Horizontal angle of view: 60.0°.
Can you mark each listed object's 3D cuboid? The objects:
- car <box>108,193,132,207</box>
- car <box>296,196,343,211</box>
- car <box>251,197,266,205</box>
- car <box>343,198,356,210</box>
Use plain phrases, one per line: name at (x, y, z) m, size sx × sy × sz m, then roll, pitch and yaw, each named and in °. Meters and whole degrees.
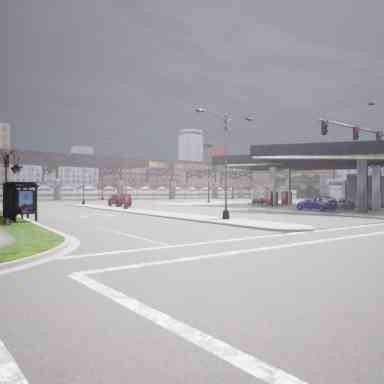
car at (-11.292, 1.242, 52.019) m, size 2.150 × 2.045 × 5.566 m, roll 0°, pitch 0°, yaw -35°
car at (14.279, 1.326, 38.300) m, size 2.242 × 1.667 × 4.611 m, roll 0°, pitch 0°, yaw -35°
car at (12.577, 1.643, 61.357) m, size 1.895 × 1.301 × 4.718 m, roll 0°, pitch 0°, yaw 29°
car at (18.552, 1.492, 42.214) m, size 1.970 × 1.475 × 3.806 m, roll 0°, pitch 0°, yaw -35°
